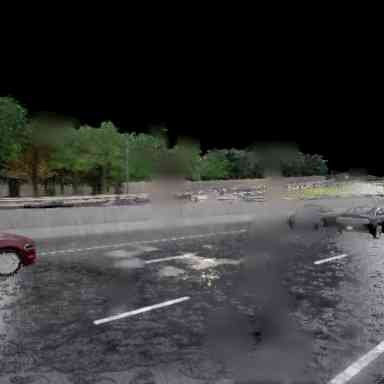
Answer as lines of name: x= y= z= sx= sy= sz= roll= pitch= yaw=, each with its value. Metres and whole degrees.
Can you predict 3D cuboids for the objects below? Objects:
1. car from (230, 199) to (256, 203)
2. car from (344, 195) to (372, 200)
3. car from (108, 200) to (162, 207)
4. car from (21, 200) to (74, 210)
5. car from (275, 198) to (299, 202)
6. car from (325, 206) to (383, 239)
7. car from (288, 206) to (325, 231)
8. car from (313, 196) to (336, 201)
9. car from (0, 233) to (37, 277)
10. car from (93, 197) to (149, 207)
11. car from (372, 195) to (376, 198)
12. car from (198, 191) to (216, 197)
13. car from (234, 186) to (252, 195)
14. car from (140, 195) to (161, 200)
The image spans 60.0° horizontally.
car: x=5.738 y=1.457 z=37.661 sx=5.357 sy=1.411 sz=2.033 roll=0 pitch=0 yaw=-41
car: x=24.052 y=1.194 z=48.999 sx=4.553 sy=1.767 sz=2.097 roll=0 pitch=1 yaw=-41
car: x=-3.492 y=1.510 z=24.997 sx=4.718 sy=1.301 sz=1.895 roll=0 pitch=0 yaw=-41
car: x=-14.348 y=1.438 z=33.200 sx=1.895 sy=1.301 sz=4.718 roll=1 pitch=0 yaw=33
car: x=10.518 y=1.404 z=37.179 sx=5.008 sy=1.535 sz=1.882 roll=0 pitch=0 yaw=-41
car: x=9.275 y=1.477 z=17.276 sx=4.902 sy=1.511 sz=2.128 roll=0 pitch=0 yaw=-41
car: x=7.811 y=1.533 z=20.641 sx=4.181 sy=1.385 sz=1.994 roll=0 pitch=0 yaw=-41
car: x=19.942 y=1.344 z=50.050 sx=4.892 sy=1.490 sz=1.837 roll=0 pitch=0 yaw=-41
car: x=-6.563 y=1.424 z=8.195 sx=5.008 sy=1.535 sz=1.882 roll=0 pitch=0 yaw=-41
car: x=-6.277 y=1.396 z=27.214 sx=4.892 sy=1.490 sz=1.837 roll=0 pitch=0 yaw=-41
car: x=31.833 y=1.269 z=60.458 sx=4.902 sy=1.511 sz=2.128 roll=0 pitch=1 yaw=-41
car: x=2.733 y=0.546 z=61.929 sx=2.128 sy=1.511 sz=4.902 roll=1 pitch=2 yaw=33
car: x=11.517 y=-0.388 z=74.839 sx=2.150 sy=2.045 sz=5.566 roll=1 pitch=3 yaw=35
car: x=-6.384 y=1.107 z=47.036 sx=2.033 sy=1.411 sz=5.357 roll=1 pitch=2 yaw=30
